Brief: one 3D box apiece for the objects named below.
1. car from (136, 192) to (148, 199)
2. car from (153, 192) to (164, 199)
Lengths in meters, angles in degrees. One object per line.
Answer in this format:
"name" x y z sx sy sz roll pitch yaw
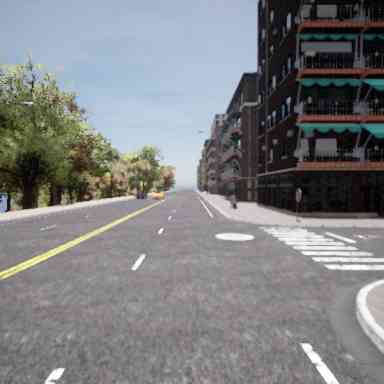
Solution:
"car" -9.845 0.711 65.385 1.837 1.490 4.892 0 1 0
"car" -6.596 0.656 65.389 1.882 1.535 5.008 0 1 0
